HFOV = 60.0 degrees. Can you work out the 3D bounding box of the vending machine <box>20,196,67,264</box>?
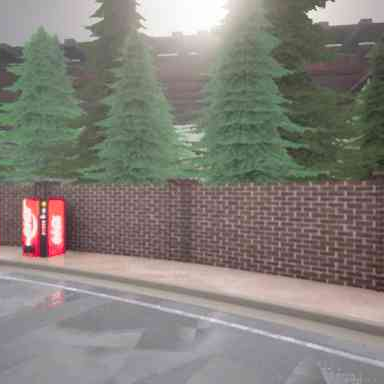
[{"bbox_3d":[-4.924,1.188,11.076,0.880,2.100,1.100,0,0,23],"label":"vending machine"}]
